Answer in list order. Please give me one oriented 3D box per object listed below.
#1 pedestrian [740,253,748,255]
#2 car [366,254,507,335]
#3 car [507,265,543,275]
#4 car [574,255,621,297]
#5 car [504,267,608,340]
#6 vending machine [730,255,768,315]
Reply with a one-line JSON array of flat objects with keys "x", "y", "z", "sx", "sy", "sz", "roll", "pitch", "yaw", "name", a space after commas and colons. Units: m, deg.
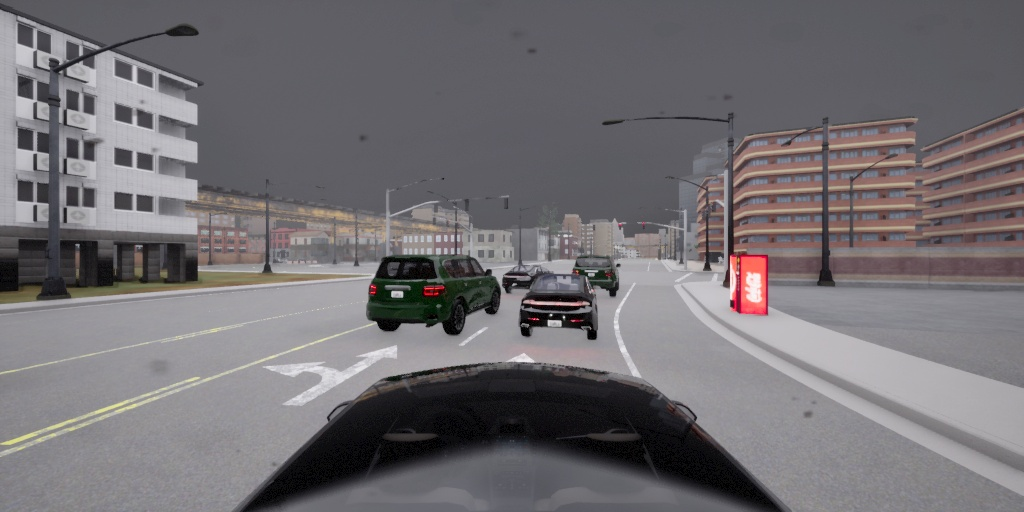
[{"x": 8.055, "y": 0.795, "z": 12.467, "sx": 0.375, "sy": 1.860, "sz": 0.375, "roll": 0, "pitch": 0, "yaw": 21, "name": "pedestrian"}, {"x": -1.988, "y": 0.971, "z": 10.814, "sx": 2.150, "sy": 2.045, "sz": 5.566, "roll": 0, "pitch": 0, "yaw": 14, "name": "car"}, {"x": 1.124, "y": 1.241, "z": 20.177, "sx": 2.128, "sy": 1.511, "sz": 4.902, "roll": 0, "pitch": 0, "yaw": 24, "name": "car"}, {"x": 4.572, "y": 0.971, "z": 19.341, "sx": 2.150, "sy": 2.045, "sz": 5.566, "roll": 0, "pitch": 0, "yaw": 19, "name": "car"}, {"x": 1.444, "y": 1.241, "z": 10.101, "sx": 2.128, "sy": 1.511, "sz": 4.902, "roll": 0, "pitch": 0, "yaw": 12, "name": "car"}, {"x": 7.821, "y": 0.945, "z": 11.848, "sx": 1.100, "sy": 2.100, "sz": 0.880, "roll": 0, "pitch": 0, "yaw": 20, "name": "vending machine"}]
